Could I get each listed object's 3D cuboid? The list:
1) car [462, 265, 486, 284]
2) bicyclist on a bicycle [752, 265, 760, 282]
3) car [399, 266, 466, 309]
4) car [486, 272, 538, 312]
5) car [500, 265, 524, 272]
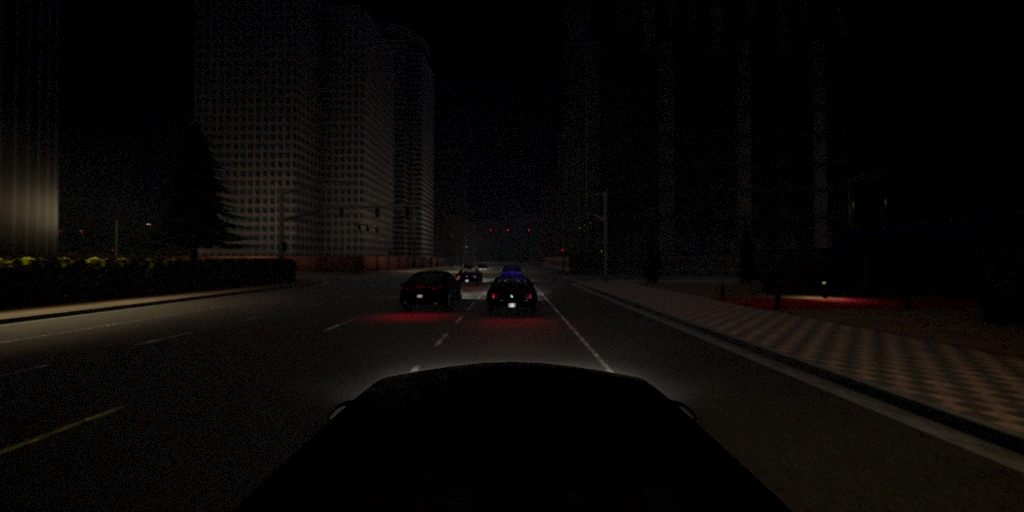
[{"bbox_3d":[-3.505,1.668,30.078,1.895,1.301,4.718,0,-1,0],"label":"car"},{"bbox_3d":[20.754,1.377,30.859,0.582,1.620,1.656,0,-1,0],"label":"bicyclist on a bicycle"},{"bbox_3d":[-3.480,1.388,16.063,1.882,1.535,5.008,0,0,0],"label":"car"},{"bbox_3d":[0.011,1.501,15.070,1.895,1.301,4.718,0,-1,0],"label":"car"},{"bbox_3d":[-0.005,1.556,31.096,1.882,1.535,5.008,0,0,0],"label":"car"}]
